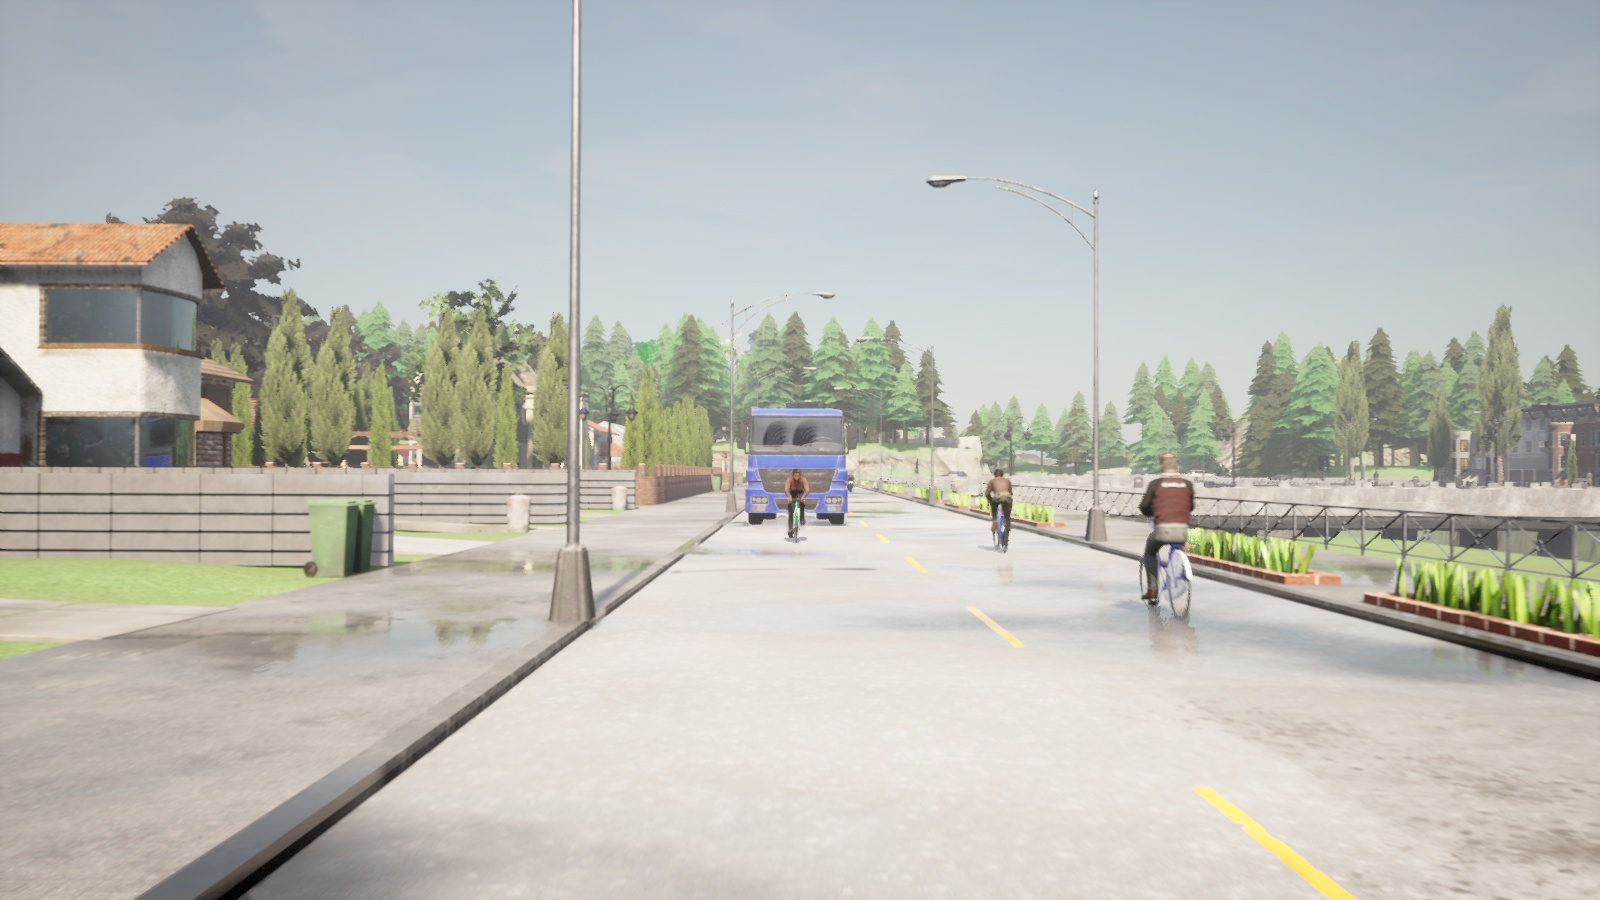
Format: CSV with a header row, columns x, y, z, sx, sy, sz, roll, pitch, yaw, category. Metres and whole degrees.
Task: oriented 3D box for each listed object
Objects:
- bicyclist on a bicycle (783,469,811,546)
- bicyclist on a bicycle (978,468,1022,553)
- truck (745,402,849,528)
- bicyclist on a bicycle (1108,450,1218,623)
x,y,z,sx,sy,sz,roll,pitch,yaw,category
-0.065,1.225,27.337,0.582,1.620,1.656,0,-1,0,bicyclist on a bicycle
3.942,1.167,24.835,0.582,1.620,1.656,0,-1,0,bicyclist on a bicycle
-0.095,0.482,38.754,2.891,3.462,7.936,0,-1,0,truck
3.967,0.901,13.852,0.659,1.776,1.843,0,-1,0,bicyclist on a bicycle
